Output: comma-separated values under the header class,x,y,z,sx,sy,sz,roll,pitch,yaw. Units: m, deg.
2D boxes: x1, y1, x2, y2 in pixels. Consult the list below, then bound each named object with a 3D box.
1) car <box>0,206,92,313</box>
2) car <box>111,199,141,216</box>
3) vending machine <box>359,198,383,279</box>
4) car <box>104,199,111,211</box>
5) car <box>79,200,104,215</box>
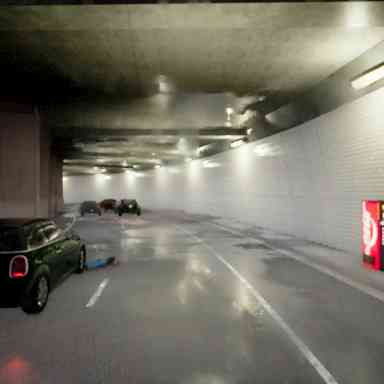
class,x,y,z,sx,sy,sz,roll,pitch,yaw
car,-3.976,1.374,7.796,2.097,1.767,4.553,0,0,-5
car,-6.620,1.443,33.704,2.097,1.767,4.553,0,0,-20
vending machine,5.402,1.219,9.187,1.100,2.100,0.880,0,0,-6
car,-10.664,1.593,42.670,1.882,1.535,5.008,0,0,-28
car,-10.588,1.619,34.276,1.812,1.442,4.674,0,0,-22
